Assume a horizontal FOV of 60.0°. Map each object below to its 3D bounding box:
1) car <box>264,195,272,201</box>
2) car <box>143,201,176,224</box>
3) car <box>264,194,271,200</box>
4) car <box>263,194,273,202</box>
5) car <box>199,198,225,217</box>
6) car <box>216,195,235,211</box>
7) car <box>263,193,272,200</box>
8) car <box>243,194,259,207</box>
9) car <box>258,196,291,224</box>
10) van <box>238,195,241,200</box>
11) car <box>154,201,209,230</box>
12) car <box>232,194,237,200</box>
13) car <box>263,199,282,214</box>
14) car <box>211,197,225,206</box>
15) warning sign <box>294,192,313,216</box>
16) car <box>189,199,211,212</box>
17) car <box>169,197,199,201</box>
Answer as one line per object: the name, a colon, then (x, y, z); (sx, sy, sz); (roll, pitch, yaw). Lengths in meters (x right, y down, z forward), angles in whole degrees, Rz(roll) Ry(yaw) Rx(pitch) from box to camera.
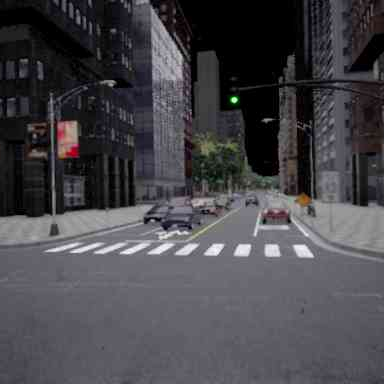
car: (17.550, 1.381, 76.880); (1.887, 1.381, 4.507); (-2, 0, 12)
car: (-2.339, 1.652, 25.696); (1.947, 1.339, 4.313); (-2, 0, 12)
car: (19.900, 1.357, 87.646); (1.752, 1.417, 4.829); (-2, 0, 12)
car: (16.392, 1.279, 71.579); (1.967, 1.590, 4.097); (-2, 0, 12)
car: (1.625, 1.579, 31.399); (1.994, 1.385, 4.181); (-1, 0, 12)
car: (3.817, 1.507, 41.354); (1.837, 1.490, 4.892); (-1, 0, 12)
car: (21.015, 1.144, 92.781); (2.192, 1.841, 5.009); (-2, 0, 12)
car: (9.083, 1.422, 50.549); (1.837, 1.490, 4.892); (-1, 0, 12)
car: (5.984, 1.329, 23.877); (1.967, 1.590, 4.097); (-2, 0, 12)
van: (11.535, 1.370, 89.313); (1.690, 1.788, 3.998); (-2, 0, 12)
car: (-0.499, 1.577, 21.674); (2.033, 1.411, 5.357); (-1, 0, 11)
car: (8.064, 1.351, 73.409); (2.192, 1.841, 5.009); (-2, 0, 12)
car: (8.300, 1.456, 34.476); (1.802, 1.307, 4.206); (-2, 0, 12)
car: (4.601, 1.629, 57.504); (1.802, 1.307, 4.206); (-2, 0, 12)
warning sign: (9.016, 0.946, 26.971); (1.300, 1.860, 1.060); (-1, 0, 12)
car: (1.093, 1.590, 41.434); (1.752, 1.417, 4.829); (-2, 0, 12)
car: (-1.189, 1.393, 30.998); (2.192, 1.841, 5.009); (-2, 0, 12)
